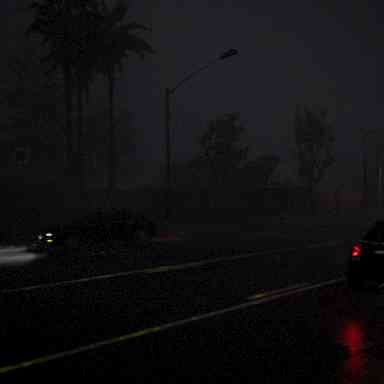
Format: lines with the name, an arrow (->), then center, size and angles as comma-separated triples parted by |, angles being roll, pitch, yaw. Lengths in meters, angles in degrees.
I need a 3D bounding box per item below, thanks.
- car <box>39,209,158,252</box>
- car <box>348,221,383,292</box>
car -> -3.829, 1.522, 14.161 | 4.892, 1.490, 1.837 | 1, 0, -36
car -> 5.719, 1.380, 7.831 | 4.553, 1.767, 2.097 | 0, 0, -35
